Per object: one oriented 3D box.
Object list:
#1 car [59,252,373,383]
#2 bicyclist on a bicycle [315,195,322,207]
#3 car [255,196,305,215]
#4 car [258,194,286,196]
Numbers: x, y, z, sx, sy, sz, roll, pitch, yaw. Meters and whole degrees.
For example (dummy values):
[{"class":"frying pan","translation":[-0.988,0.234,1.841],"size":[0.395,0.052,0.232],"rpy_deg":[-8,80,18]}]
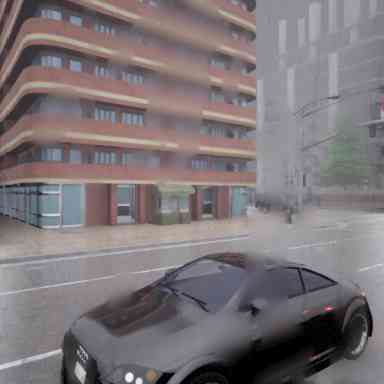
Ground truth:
[{"class":"car","translation":[0.533,1.564,4.378],"size":[4.181,1.385,1.994],"rpy_deg":[0,0,-36]},{"class":"bicyclist on a bicycle","translation":[17.805,1.301,46.934],"size":[1.656,1.620,0.582],"rpy_deg":[0,0,-36]},{"class":"car","translation":[8.866,1.491,32.937],"size":[2.128,1.511,4.902],"rpy_deg":[0,0,-36]},{"class":"car","translation":[9.692,1.222,37.735],"size":[2.150,2.045,5.566],"rpy_deg":[0,0,-36]}]
